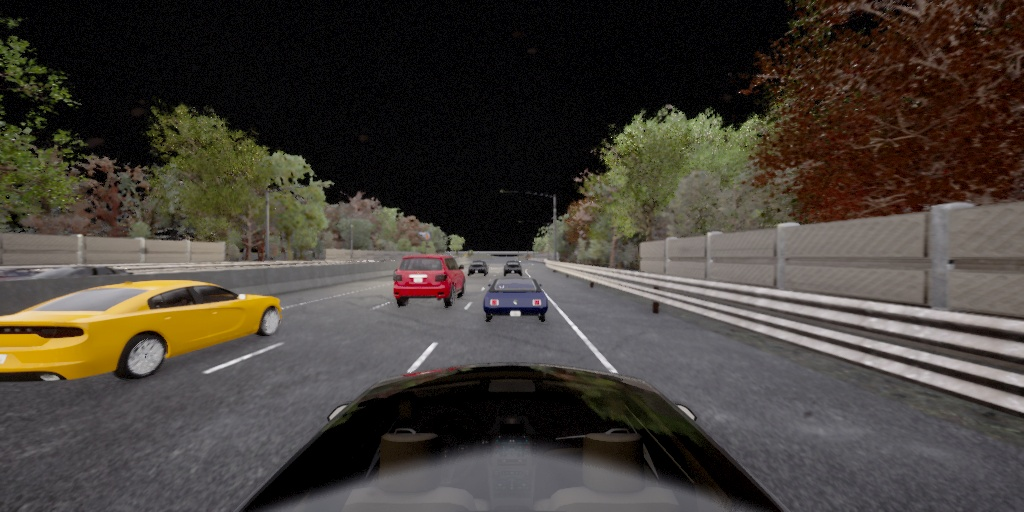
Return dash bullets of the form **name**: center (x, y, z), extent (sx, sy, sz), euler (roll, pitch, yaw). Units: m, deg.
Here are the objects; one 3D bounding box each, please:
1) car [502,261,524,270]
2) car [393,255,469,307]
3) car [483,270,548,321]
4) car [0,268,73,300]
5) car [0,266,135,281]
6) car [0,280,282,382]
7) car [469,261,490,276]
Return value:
- **car**: center (0.091, 1.258, 36.419), extent (1.837, 1.490, 4.892), euler (0, 0, 0)
- **car**: center (-3.399, 0.970, 15.663), extent (2.150, 2.045, 5.566), euler (0, 0, 0)
- **car**: center (0.102, 1.349, 12.393), extent (1.895, 1.301, 4.718), euler (0, 0, 0)
- **car**: center (-24.520, 1.314, 17.131), extent (1.994, 1.385, 4.181), euler (0, 0, 1)
- **car**: center (-21.021, 1.257, 17.240), extent (1.837, 1.490, 4.892), euler (0, -1, 0)
- **car**: center (-6.900, 1.227, 7.279), extent (1.882, 1.535, 5.008), euler (0, 0, 0)
- **car**: center (-3.411, 1.258, 37.003), extent (1.837, 1.490, 4.892), euler (0, 0, 0)
